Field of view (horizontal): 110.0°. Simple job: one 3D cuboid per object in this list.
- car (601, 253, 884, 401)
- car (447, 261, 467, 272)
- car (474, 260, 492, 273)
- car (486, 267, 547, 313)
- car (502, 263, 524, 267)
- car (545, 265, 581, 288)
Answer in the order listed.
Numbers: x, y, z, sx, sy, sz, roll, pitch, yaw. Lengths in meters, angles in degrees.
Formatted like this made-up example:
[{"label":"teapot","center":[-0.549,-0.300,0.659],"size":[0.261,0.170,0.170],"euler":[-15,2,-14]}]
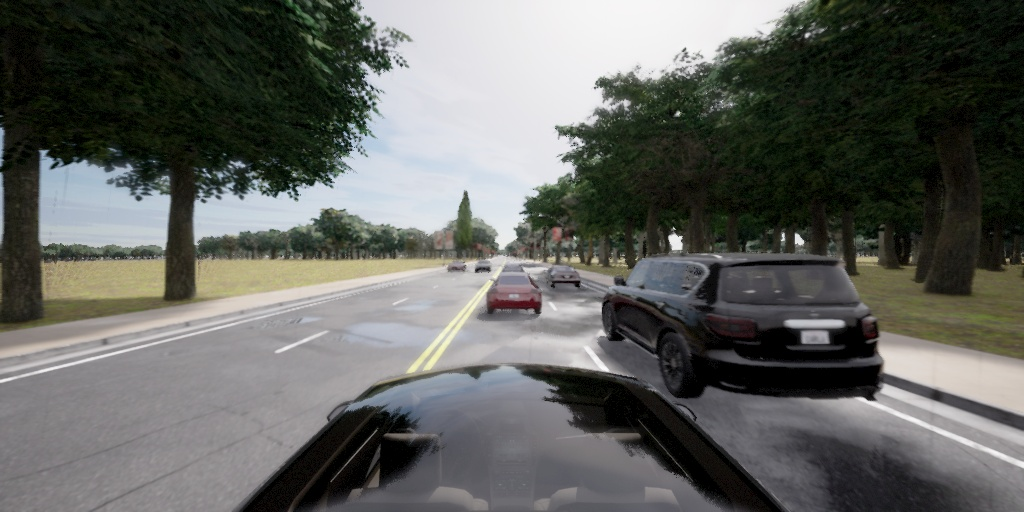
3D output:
[{"label":"car","center":[3.308,0.969,6.608],"size":[2.150,2.045,5.566],"euler":[0,0,0]},{"label":"car","center":[-6.675,1.274,43.744],"size":[1.994,1.385,4.181],"euler":[0,0,0]},{"label":"car","center":[-3.423,1.215,43.341],"size":[1.837,1.490,4.892],"euler":[0,0,0]},{"label":"car","center":[0.079,1.303,13.924],"size":[1.994,1.385,4.181],"euler":[0,0,0]},{"label":"car","center":[0.050,1.288,29.347],"size":[1.994,1.385,4.181],"euler":[0,0,0]},{"label":"car","center":[3.293,1.277,23.846],"size":[2.033,1.411,5.357],"euler":[0,0,0]}]
